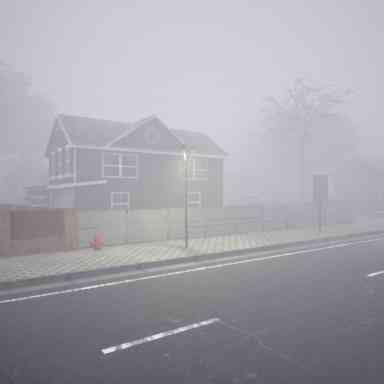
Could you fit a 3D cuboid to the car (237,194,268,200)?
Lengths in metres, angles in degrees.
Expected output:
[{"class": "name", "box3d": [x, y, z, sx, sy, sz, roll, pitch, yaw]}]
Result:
[{"class": "car", "box3d": [7.805, 1.269, 41.426, 2.150, 2.045, 5.566, 0, 0, -35]}]
